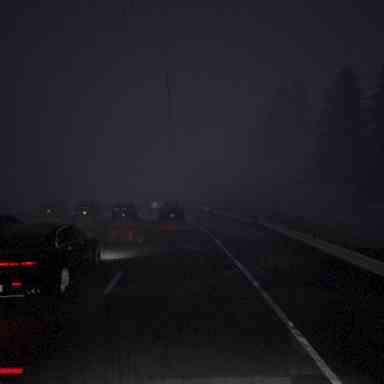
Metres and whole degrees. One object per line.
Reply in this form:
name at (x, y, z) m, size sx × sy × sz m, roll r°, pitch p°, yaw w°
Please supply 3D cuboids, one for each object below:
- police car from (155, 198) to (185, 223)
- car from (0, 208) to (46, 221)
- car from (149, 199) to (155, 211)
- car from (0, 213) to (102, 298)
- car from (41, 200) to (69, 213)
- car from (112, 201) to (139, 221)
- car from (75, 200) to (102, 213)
police car at (-1.646, 1.424, 25.407) m, size 1.930 × 1.638 × 5.238 m, roll 0°, pitch 0°, yaw -7°
car at (-7.441, 1.534, 12.568) m, size 1.812 × 1.442 × 4.674 m, roll 0°, pitch 0°, yaw -4°
car at (-4.218, 1.526, 41.161) m, size 1.812 × 1.442 × 4.674 m, roll 0°, pitch 0°, yaw -11°
car at (-3.704, 1.509, 8.487) m, size 1.837 × 1.490 × 4.892 m, roll 0°, pitch 0°, yaw -3°
car at (-13.208, 1.539, 32.035) m, size 1.812 × 1.442 × 4.674 m, roll 0°, pitch 0°, yaw -9°
car at (-5.369, 1.495, 26.949) m, size 2.128 × 1.511 × 4.902 m, roll 0°, pitch 0°, yaw -7°
car at (-9.401, 1.513, 30.412) m, size 1.837 × 1.490 × 4.892 m, roll 0°, pitch 0°, yaw -8°
